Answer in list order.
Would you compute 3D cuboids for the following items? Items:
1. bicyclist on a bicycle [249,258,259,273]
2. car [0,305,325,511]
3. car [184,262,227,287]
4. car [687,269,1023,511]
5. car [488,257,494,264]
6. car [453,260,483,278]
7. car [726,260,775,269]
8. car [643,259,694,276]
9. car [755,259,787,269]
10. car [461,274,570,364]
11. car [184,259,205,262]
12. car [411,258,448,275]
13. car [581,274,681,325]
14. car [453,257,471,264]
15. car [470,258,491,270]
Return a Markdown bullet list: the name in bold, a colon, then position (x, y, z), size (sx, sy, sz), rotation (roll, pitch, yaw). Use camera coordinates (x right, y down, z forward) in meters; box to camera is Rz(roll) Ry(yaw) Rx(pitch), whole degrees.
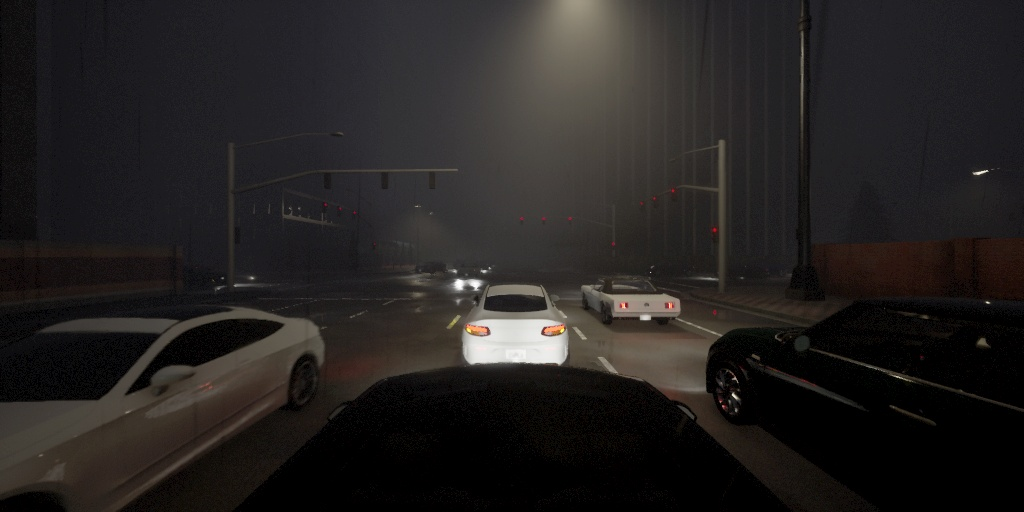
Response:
- **bicyclist on a bicycle**: position (-28.409, 1.051, 39.501), size (0.582, 1.620, 1.656), rotation (0, 0, -1)
- **car**: position (-3.591, 1.276, 3.398), size (1.812, 1.442, 4.674), rotation (0, 0, 0)
- **car**: position (-21.418, 1.314, 24.081), size (4.181, 1.385, 1.994), rotation (0, 0, 0)
- **car**: position (3.599, 1.102, 2.881), size (2.097, 1.767, 4.553), rotation (0, 0, 0)
- **car**: position (-4.590, 1.275, 62.878), size (1.812, 1.442, 4.674), rotation (0, 0, -1)
- **car**: position (-4.066, 1.351, 33.847), size (1.895, 1.301, 4.718), rotation (0, 0, -1)
- **car**: position (20.189, 1.314, 31.681), size (4.181, 1.385, 1.994), rotation (0, 0, -1)
- **car**: position (15.338, 1.102, 35.136), size (4.553, 1.767, 2.097), rotation (0, 0, 0)
- **car**: position (24.230, 1.102, 35.218), size (4.553, 1.767, 2.097), rotation (0, 0, 0)
- **car**: position (0.059, 1.276, 7.566), size (1.812, 1.442, 4.674), rotation (0, 0, 0)
- **car**: position (-31.934, 1.102, 34.680), size (4.553, 1.767, 2.097), rotation (0, 0, -1)
- **car**: position (-8.833, 1.242, 39.502), size (2.128, 1.511, 4.902), rotation (0, 0, 16)
- **car**: position (3.563, 1.351, 11.783), size (1.895, 1.301, 4.718), rotation (0, 0, 0)
- **car**: position (-7.999, 1.242, 55.890), size (2.128, 1.511, 4.902), rotation (0, 0, -1)
- **car**: position (-4.424, 1.314, 50.805), size (1.994, 1.385, 4.181), rotation (0, 0, -1)
